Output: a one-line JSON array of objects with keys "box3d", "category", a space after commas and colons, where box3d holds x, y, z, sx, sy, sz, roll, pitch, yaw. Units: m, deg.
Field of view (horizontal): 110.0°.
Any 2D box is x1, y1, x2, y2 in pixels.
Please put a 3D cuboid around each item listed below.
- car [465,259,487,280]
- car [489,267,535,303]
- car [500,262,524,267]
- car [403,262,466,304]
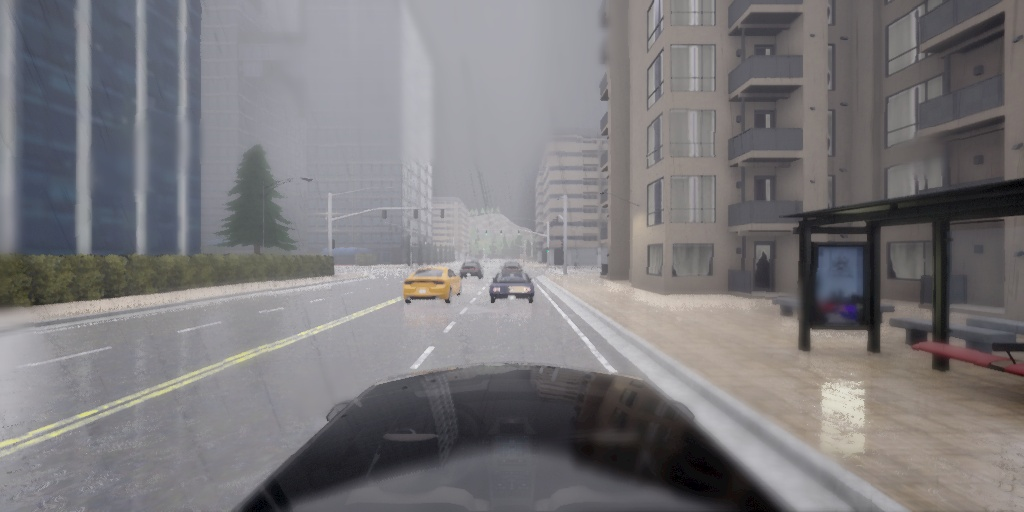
[{"box3d": [-3.500, 1.265, 31.500, 1.837, 1.490, 4.892, 0, 0, 0], "category": "car"}, {"box3d": [0.000, 1.364, 16.530, 1.895, 1.301, 4.718, 0, 0, 0], "category": "car"}, {"box3d": [0.000, 1.265, 31.500, 1.837, 1.490, 4.892, 0, 0, 0], "category": "car"}, {"box3d": [-3.500, 1.233, 16.500, 1.882, 1.535, 5.008, 0, 0, 0], "category": "car"}]
